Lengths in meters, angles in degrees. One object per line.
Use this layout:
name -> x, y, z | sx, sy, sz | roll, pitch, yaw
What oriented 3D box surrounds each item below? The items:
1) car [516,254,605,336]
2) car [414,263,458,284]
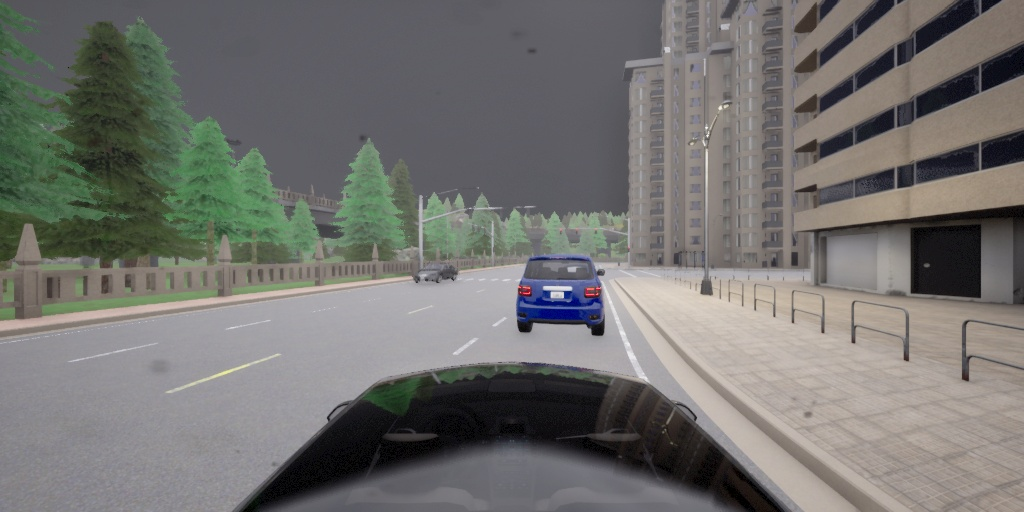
car -> 1.558, 0.973, 10.689 | 2.150, 2.045, 5.566 | 0, 0, 12
car -> -5.658, 1.285, 27.235 | 2.128, 1.511, 4.902 | 0, 0, 13
